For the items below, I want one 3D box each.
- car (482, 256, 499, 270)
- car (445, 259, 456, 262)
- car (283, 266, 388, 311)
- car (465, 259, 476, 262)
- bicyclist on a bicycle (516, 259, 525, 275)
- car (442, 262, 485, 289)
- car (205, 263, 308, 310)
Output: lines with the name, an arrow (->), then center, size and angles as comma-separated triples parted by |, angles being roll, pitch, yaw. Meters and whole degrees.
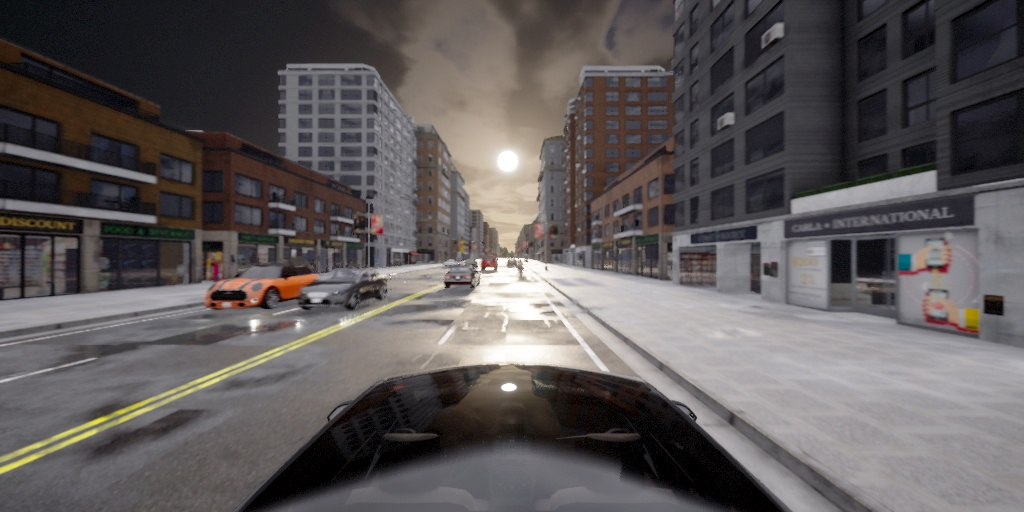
car -> -3.153, 0.975, 51.403 | 2.150, 2.045, 5.566 | 0, 0, 0
car -> -9.803, 1.279, 56.973 | 1.812, 1.442, 4.674 | 0, 0, 1
car -> -6.599, 1.241, 14.556 | 2.128, 1.511, 4.902 | 0, 0, 0
car -> -6.555, 1.257, 56.711 | 1.837, 1.490, 4.892 | 0, 0, 1
bicyclist on a bicycle -> 0.876, 1.189, 35.005 | 0.866, 1.612, 1.509 | 0, -1, 0
car -> -3.154, 1.298, 23.396 | 2.033, 1.411, 5.357 | 0, 0, 0
car -> -9.850, 1.101, 14.631 | 2.097, 1.767, 4.553 | 0, 0, 0
